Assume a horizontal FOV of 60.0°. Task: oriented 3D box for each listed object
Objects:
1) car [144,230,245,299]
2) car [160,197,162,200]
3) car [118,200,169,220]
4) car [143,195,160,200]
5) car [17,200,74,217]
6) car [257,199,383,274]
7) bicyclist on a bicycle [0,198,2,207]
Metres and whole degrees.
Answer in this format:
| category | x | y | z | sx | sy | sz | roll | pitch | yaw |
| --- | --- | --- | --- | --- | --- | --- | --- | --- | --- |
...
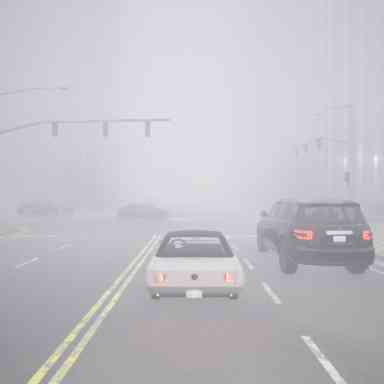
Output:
| category | x | y | z | sx | sy | sz | roll | pitch | yaw |
| --- | --- | --- | --- | --- | --- | --- | --- | --- | --- |
| car | 0.067 | 1.601 | 8.369 | 1.895 | 1.301 | 4.718 | 0 | 0 | 1 |
| car | -6.971 | 1.547 | 65.756 | 2.033 | 1.411 | 5.357 | 0 | 0 | 1 |
| car | -4.021 | 1.564 | 27.612 | 4.181 | 1.385 | 1.994 | 0 | 0 | -1 |
| car | -7.040 | 1.352 | 55.236 | 2.097 | 1.767 | 4.553 | 0 | 0 | 0 |
| car | -13.716 | 1.477 | 31.319 | 5.008 | 1.535 | 1.882 | 0 | 0 | -5 |
| car | 3.583 | 1.222 | 10.723 | 2.150 | 2.045 | 5.566 | 0 | 0 | 0 |
| bicyclist on a bicycle | -26.380 | 1.301 | 45.389 | 0.582 | 1.620 | 1.656 | 0 | 0 | -1 |
